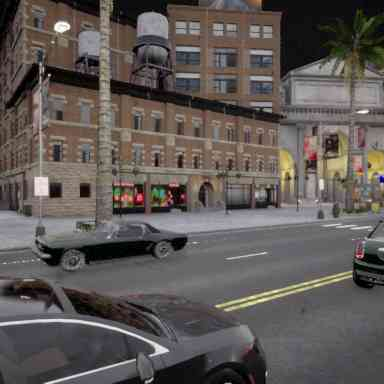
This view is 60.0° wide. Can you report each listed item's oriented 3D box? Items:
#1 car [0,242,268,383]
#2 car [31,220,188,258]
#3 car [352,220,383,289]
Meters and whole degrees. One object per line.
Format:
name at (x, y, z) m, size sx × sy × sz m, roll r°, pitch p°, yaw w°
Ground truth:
car at (-1.477, 1.505, 2.685) m, size 4.892 × 1.490 × 1.837 m, roll 0°, pitch 0°, yaw -36°
car at (-2.541, 1.601, 10.772) m, size 4.718 × 1.301 × 1.895 m, roll 0°, pitch 0°, yaw -35°
car at (5.902, 1.352, 7.977) m, size 4.553 × 1.767 × 2.097 m, roll 0°, pitch 0°, yaw -35°
